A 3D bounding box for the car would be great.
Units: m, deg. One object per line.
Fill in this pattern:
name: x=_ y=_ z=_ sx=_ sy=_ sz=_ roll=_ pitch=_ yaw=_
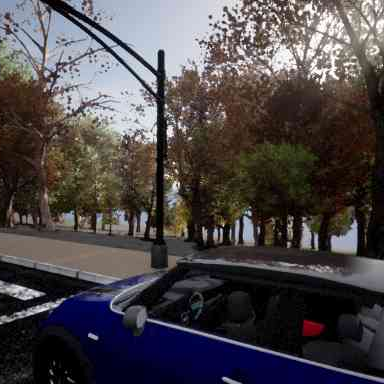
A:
car: x=0.432 y=1.352 z=3.349 sx=4.553 sy=1.767 sz=2.097 roll=0 pitch=0 yaw=34
